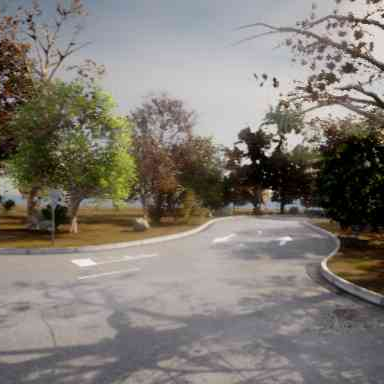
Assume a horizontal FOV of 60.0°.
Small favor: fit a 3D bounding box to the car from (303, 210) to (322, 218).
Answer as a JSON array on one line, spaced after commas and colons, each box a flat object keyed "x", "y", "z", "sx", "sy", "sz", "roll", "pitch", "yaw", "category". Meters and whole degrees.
[{"x": 16.873, "y": 2.642, "z": 42.985, "sx": 4.718, "sy": 1.301, "sz": 1.895, "roll": 1, "pitch": -1, "yaw": -3, "category": "car"}]
